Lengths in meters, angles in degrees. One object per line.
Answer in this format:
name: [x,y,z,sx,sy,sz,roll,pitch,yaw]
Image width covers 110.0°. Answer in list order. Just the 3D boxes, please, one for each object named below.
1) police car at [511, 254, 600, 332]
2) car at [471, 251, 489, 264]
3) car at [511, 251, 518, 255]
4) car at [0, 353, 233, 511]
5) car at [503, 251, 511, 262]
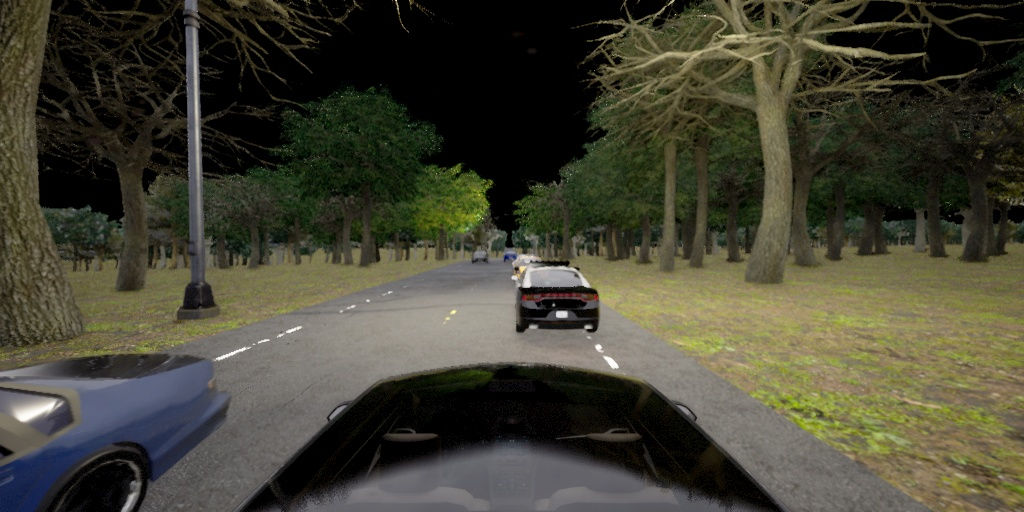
police car: [1.019,0.923,9.973,1.930,1.638,5.238,0,2,0]
car: [-3.742,0.148,42.662,1.837,1.490,4.892,0,1,0]
car: [0.979,0.672,20.053,1.801,1.575,5.366,0,2,0]
car: [-3.594,1.319,1.011,2.033,1.411,5.357,0,2,0]
car: [-0.157,-0.003,49.267,1.882,1.535,5.008,0,1,0]
